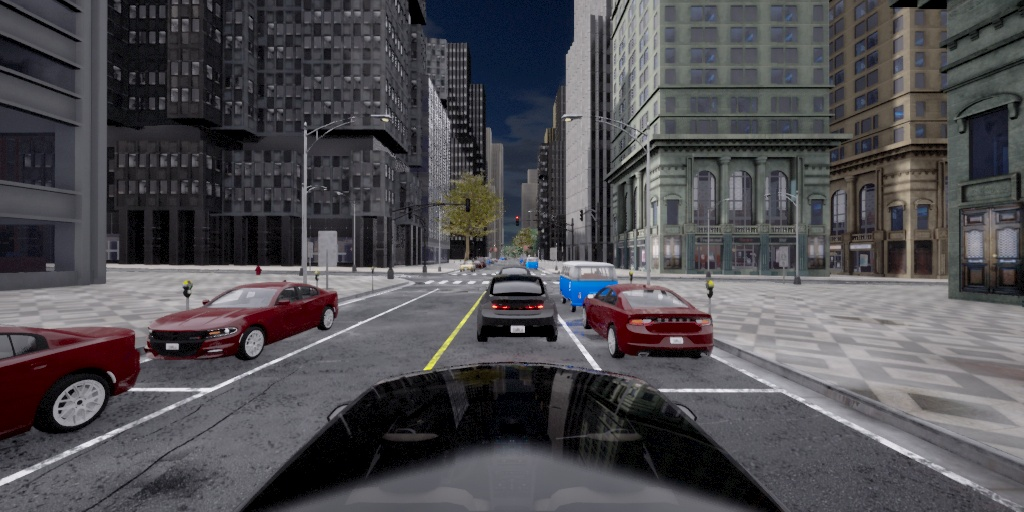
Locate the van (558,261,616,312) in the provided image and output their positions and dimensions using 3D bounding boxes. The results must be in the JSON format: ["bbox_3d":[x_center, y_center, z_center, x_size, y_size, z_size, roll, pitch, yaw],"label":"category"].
[{"bbox_3d":[2.803,1.093,13.823,1.690,1.789,3.998,0,0,0],"label":"van"}]

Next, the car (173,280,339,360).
[{"bbox_3d":[-5.765,1.296,8.335,1.888,1.381,4.507,0,0,0],"label":"car"}]

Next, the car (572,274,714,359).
[{"bbox_3d":[2.790,1.296,8.298,1.888,1.381,4.507,0,0,0],"label":"car"}]

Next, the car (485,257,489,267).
[{"bbox_3d":[-5.628,1.100,62.297,2.192,1.841,5.009,0,0,0],"label":"car"}]

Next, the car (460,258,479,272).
[{"bbox_3d":[-5.670,1.296,46.258,1.751,1.417,4.829,0,0,0],"label":"car"}]

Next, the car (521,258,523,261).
[{"bbox_3d":[2.886,1.346,57.220,1.948,1.339,4.313,0,0,0],"label":"car"}]

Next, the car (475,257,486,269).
[{"bbox_3d":[-5.640,1.325,57.008,1.888,1.381,4.507,0,0,0],"label":"car"}]

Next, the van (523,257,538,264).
[{"bbox_3d":[2.874,1.116,51.807,1.690,1.789,3.998,0,0,0],"label":"van"}]

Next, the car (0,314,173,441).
[{"bbox_3d":[-5.776,1.295,2.810,1.888,1.381,4.507,0,0,0],"label":"car"}]

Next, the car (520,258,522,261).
[{"bbox_3d":[2.897,1.331,62.633,1.888,1.381,4.507,0,0,0],"label":"car"}]

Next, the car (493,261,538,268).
[{"bbox_3d":[0.134,1.231,18.950,1.882,1.535,5.008,0,0,0],"label":"car"}]

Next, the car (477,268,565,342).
[{"bbox_3d":[0.119,1.256,9.774,1.837,1.490,4.892,0,0,0],"label":"car"}]
